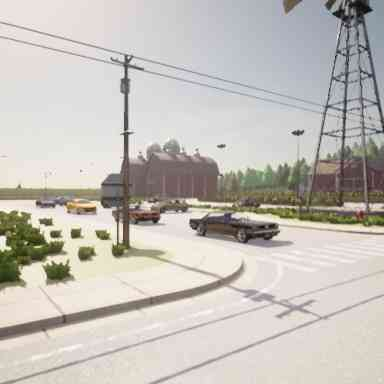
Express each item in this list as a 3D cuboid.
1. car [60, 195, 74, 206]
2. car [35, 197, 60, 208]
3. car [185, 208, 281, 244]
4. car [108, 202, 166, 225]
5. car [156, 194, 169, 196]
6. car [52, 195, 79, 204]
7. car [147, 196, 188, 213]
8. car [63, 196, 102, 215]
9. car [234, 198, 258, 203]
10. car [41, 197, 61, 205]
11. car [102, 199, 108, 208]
[{"bbox_3d":[-18.784,1.484,50.463,2.128,1.511,4.902,0,0,-36],"label":"car"},{"bbox_3d":[-20.850,1.542,47.198,2.033,1.411,5.357,0,0,-36],"label":"car"},{"bbox_3d":[1.942,1.596,16.203,1.895,1.301,4.718,0,0,-37],"label":"car"},{"bbox_3d":[-4.157,1.596,24.439,1.895,1.301,4.718,0,0,-36],"label":"car"},{"bbox_3d":[-6.134,1.296,62.437,4.605,1.855,1.932,0,0,-36],"label":"car"},{"bbox_3d":[-25.103,1.472,65.944,4.611,1.667,2.242,0,0,-36],"label":"car"},{"bbox_3d":[-2.424,1.497,35.837,4.193,1.474,1.816,0,0,-36],"label":"car"},{"bbox_3d":[-11.354,1.473,34.189,1.882,1.535,5.008,0,0,-36],"label":"car"},{"bbox_3d":[7.264,1.506,44.386,3.905,1.438,1.784,0,0,-36],"label":"car"},{"bbox_3d":[-24.940,1.541,58.795,2.033,1.411,5.357,0,0,-36],"label":"car"},{"bbox_3d":[-10.832,1.305,46.392,3.866,1.878,1.905,0,0,-36],"label":"car"}]
